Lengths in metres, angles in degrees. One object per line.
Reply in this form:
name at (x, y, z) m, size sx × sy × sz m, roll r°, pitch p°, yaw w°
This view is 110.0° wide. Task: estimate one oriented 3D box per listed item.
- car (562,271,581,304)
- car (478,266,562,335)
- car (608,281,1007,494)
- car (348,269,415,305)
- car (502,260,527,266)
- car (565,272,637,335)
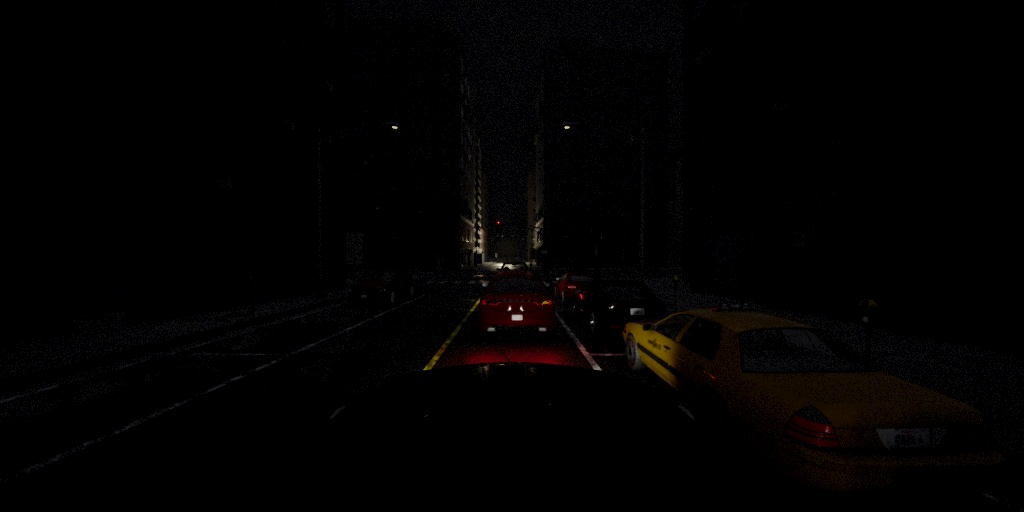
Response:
car at (2.910, 1.327, 15.891) m, size 1.802 × 1.307 × 4.207 m, roll 0°, pitch 0°, yaw 0°
car at (0.118, 1.225, 10.488) m, size 1.882 × 1.535 × 5.008 m, roll 0°, pitch 0°, yaw 0°
car at (2.880, 1.274, 4.889) m, size 1.751 × 1.417 × 4.829 m, roll 0°, pitch 0°, yaw 0°
car at (-5.636, 1.291, 15.911) m, size 1.888 × 1.381 × 4.507 m, roll 0°, pitch 0°, yaw 0°
car at (0.145, 1.096, 20.817) m, size 2.097 × 1.767 × 4.553 m, roll 0°, pitch 0°, yaw 0°
car at (2.895, 1.313, 10.305) m, size 1.948 × 1.339 × 4.313 m, roll 0°, pitch 0°, yaw 0°
